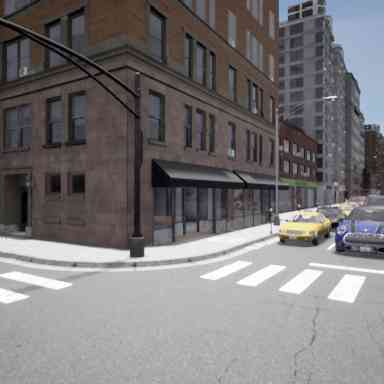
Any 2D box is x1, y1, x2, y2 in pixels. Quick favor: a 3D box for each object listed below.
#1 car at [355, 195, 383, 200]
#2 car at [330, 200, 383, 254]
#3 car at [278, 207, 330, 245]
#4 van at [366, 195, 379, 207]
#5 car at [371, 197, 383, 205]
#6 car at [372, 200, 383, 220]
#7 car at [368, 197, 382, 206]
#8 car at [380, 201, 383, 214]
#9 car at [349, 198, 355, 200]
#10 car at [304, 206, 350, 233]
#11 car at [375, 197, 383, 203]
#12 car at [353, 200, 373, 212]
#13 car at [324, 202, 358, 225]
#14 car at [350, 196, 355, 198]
[{"bbox_3d":[12.217,1.269,21.462,2.150,2.045,5.566,0,0,33],"label":"car"},{"bbox_3d":[7.157,1.389,13.362,2.097,1.767,4.553,0,0,32],"label":"car"},{"bbox_3d":[5.481,1.563,15.888,1.752,1.417,4.829,0,0,32],"label":"car"},{"bbox_3d":[29.566,1.419,54.384,1.690,1.788,3.998,0,0,32],"label":"van"},{"bbox_3d":[35.563,1.671,63.973,1.802,1.307,4.206,0,0,32],"label":"car"},{"bbox_3d":[17.496,1.549,29.804,2.128,1.511,4.902,0,0,32],"label":"car"},{"bbox_3d":[32.565,1.626,59.179,1.887,1.381,4.507,0,0,32],"label":"car"},{"bbox_3d":[22.216,1.667,37.253,1.895,1.301,4.718,0,0,32],"label":"car"},{"bbox_3d":[14.479,1.582,30.270,1.752,1.417,4.829,0,0,32],"label":"car"},{"bbox_3d":[8.571,1.611,20.826,1.947,1.339,4.313,0,0,32],"label":"car"},{"bbox_3d":[41.558,1.702,73.558,1.802,1.307,4.206,0,0,32],"label":"car"},{"bbox_3d":[20.568,1.648,40.002,1.802,1.307,4.206,0,0,32],"label":"car"},{"bbox_3d":[11.480,1.576,25.476,1.752,1.417,4.829,0,0,32],"label":"car"},{"bbox_3d":[17.569,1.377,35.208,2.192,1.841,5.009,0,0,32],"label":"car"}]
